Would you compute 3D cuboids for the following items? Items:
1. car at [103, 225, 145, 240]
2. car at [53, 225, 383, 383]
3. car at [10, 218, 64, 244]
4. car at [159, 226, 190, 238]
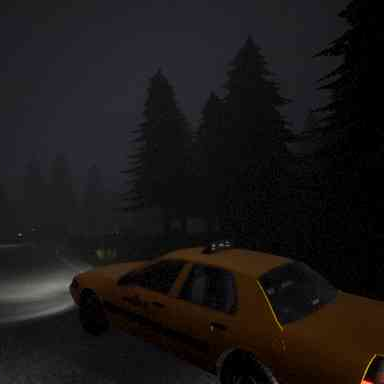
[{"bbox_3d":[-7.439,4.510,36.939,2.033,1.411,5.357,-4,-8,20],"label":"car"},{"bbox_3d":[0.153,1.440,4.725,5.366,1.575,1.801,0,1,43],"label":"car"},{"bbox_3d":[-12.759,3.220,28.053,2.150,2.045,5.566,-4,-7,7],"label":"car"},{"bbox_3d":[-2.325,5.543,46.250,1.882,1.535,5.008,-5,-8,30],"label":"car"}]
